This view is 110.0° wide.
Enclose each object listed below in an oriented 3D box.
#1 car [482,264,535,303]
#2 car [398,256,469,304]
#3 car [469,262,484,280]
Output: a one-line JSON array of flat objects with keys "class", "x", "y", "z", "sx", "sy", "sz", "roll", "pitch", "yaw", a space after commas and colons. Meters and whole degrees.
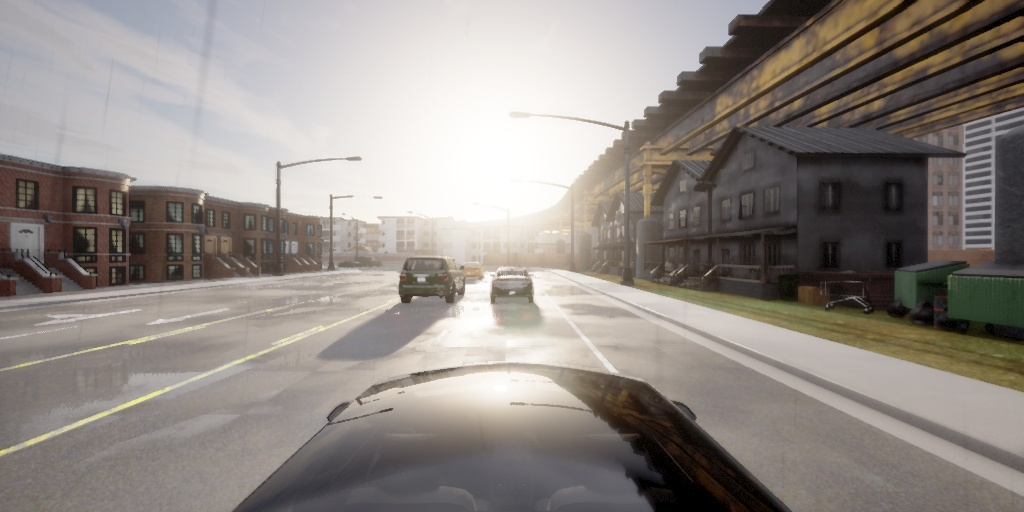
[{"class": "car", "x": 0.000, "y": 1.245, "z": 16.500, "sx": 2.128, "sy": 1.511, "sz": 4.902, "roll": 0, "pitch": 0, "yaw": 0}, {"class": "car", "x": -3.500, "y": 1.008, "z": 16.530, "sx": 2.150, "sy": 2.045, "sz": 5.566, "roll": 0, "pitch": 0, "yaw": 0}, {"class": "car", "x": -3.500, "y": 1.235, "z": 31.500, "sx": 1.882, "sy": 1.535, "sz": 5.008, "roll": 0, "pitch": 0, "yaw": 0}]
